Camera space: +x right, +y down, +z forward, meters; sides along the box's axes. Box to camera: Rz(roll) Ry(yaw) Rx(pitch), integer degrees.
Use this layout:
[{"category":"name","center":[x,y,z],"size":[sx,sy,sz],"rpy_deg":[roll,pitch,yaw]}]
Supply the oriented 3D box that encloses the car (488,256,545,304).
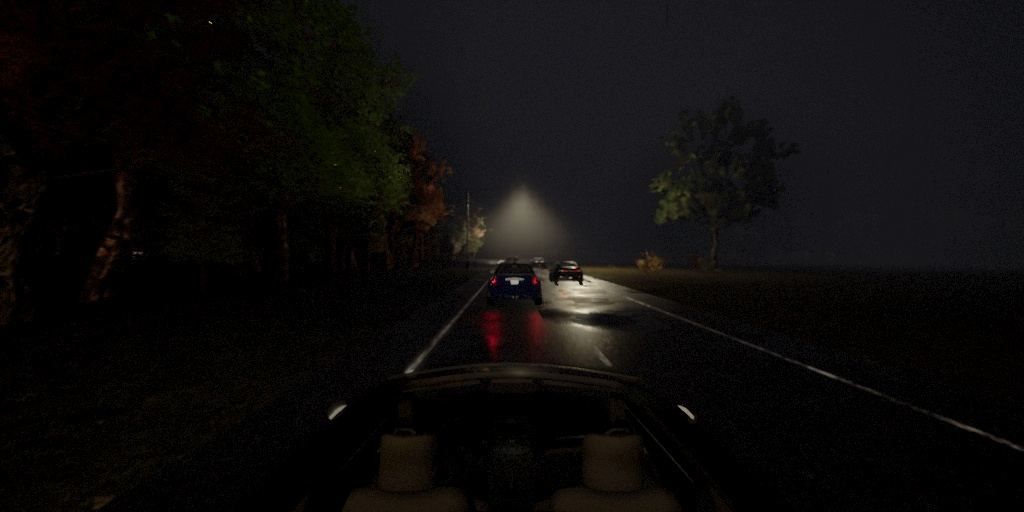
[{"category":"car","center":[0.099,1.013,15.748],"size":[2.097,1.767,4.553],"rpy_deg":[0,0,0]}]

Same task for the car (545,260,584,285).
[{"category":"car","center":[3.566,1.100,24.218],"size":[2.128,1.511,4.902],"rpy_deg":[0,1,0]}]

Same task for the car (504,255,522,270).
[{"category":"car","center":[0.092,0.821,44.806],"size":[2.097,1.767,4.553],"rpy_deg":[0,0,0]}]
